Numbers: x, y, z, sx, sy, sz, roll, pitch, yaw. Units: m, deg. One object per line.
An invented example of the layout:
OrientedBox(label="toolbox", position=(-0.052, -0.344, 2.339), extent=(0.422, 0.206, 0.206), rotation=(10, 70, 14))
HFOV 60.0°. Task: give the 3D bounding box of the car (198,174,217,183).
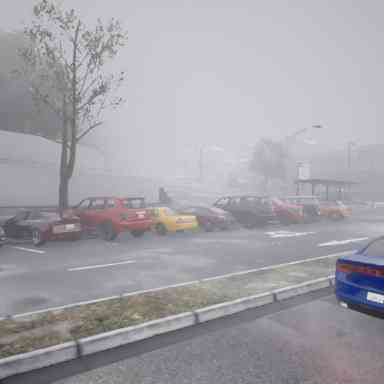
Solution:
OrientedBox(label="car", position=(4.572, -3.176, 85.509), extent=(1.946, 1.575, 5.366), rotation=(7, 3, 34))

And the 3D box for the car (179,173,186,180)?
OrientedBox(label="car", position=(-0.795, -4.085, 92.710), extent=(2.185, 1.767, 4.553), rotation=(4, 1, 34))

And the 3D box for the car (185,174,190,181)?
OrientedBox(label="car", position=(0.932, -3.850, 90.238), extent=(2.185, 1.767, 4.553), rotation=(6, 3, 34))

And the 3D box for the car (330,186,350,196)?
OrientedBox(label="car", position=(25.184, 0.136, 55.771), extent=(2.002, 1.452, 4.674), rotation=(7, 3, 35))

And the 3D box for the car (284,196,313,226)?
OrientedBox(label="car", position=(5.311, 1.267, 23.879), extent=(5.566, 2.045, 2.435), rotation=(-1, -1, 35))

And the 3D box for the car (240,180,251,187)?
OrientedBox(label="car", position=(13.238, -1.812, 73.207), extent=(1.946, 1.575, 5.366), rotation=(7, 3, 35))

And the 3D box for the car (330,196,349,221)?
OrientedBox(label="car", position=(10.262, 1.403, 27.294), extent=(4.553, 1.767, 2.185), rotation=(-1, -1, 35))

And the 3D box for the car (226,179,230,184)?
OrientedBox(label="car", position=(9.670, -2.317, 77.993), extent=(2.002, 1.452, 4.674), rotation=(7, 3, 35))

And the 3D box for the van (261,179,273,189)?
OrientedBox(label="van", position=(16.536, -1.491, 68.001), extent=(1.878, 1.987, 4.442), rotation=(7, 4, 35))

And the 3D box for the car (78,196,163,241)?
OrientedBox(label="car", position=(-4.563, 1.247, 16.972), extent=(5.566, 2.045, 2.435), rotation=(-1, -1, 35))

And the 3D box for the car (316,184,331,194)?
OrientedBox(label="car", position=(23.496, -0.426, 58.245), extent=(2.435, 2.045, 5.566), rotation=(7, 3, 35))

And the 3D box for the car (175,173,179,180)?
OrientedBox(label="car", position=(-2.564, -4.362, 95.060), extent=(2.435, 2.045, 5.566), rotation=(1, -1, 34))

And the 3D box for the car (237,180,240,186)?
OrientedBox(label="car", position=(11.409, -2.044, 75.529), extent=(2.002, 1.452, 4.674), rotation=(7, 4, 35))

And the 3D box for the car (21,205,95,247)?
OrientedBox(label="car", position=(-7.010, 1.524, 15.230), extent=(4.792, 1.488, 2.163), rotation=(-1, -1, 35))

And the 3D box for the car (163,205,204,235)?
OrientedBox(label="car", position=(-2.242, 1.502, 18.797), extent=(5.366, 1.575, 1.946), rotation=(-1, -1, 35))

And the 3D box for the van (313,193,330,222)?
OrientedBox(label="van", position=(7.851, 1.296, 25.546), extent=(4.442, 1.987, 1.878), rotation=(-1, -1, 35))

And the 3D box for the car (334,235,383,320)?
OrientedBox(label="car", position=(4.864, 1.487, 6.585), extent=(5.008, 1.535, 1.882), rotation=(0, 0, -35))

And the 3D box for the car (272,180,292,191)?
OrientedBox(label="car", position=(18.293, -0.992, 65.636), extent=(2.231, 1.521, 4.892), rotation=(7, 3, 35))

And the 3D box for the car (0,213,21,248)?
OrientedBox(label="car", position=(-9.432, 1.493, 13.486), extent=(4.892, 1.521, 2.231), rotation=(-1, -1, 35))

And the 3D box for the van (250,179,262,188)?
OrientedBox(label="van", position=(14.809, -1.764, 70.474), extent=(1.878, 1.987, 4.442), rotation=(7, 4, 35))

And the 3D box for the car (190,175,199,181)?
OrientedBox(label="car", position=(2.724, -3.699, 87.770), extent=(2.435, 2.045, 5.566), rotation=(7, 3, 34))

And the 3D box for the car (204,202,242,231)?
OrientedBox(label="car", position=(0.366, 1.548, 20.422), extent=(4.674, 1.452, 2.002), rotation=(-1, -1, 35))

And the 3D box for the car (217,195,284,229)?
OrientedBox(label="car", position=(2.796, 1.262, 22.177), extent=(5.566, 2.045, 2.435), rotation=(-1, -1, 35))
